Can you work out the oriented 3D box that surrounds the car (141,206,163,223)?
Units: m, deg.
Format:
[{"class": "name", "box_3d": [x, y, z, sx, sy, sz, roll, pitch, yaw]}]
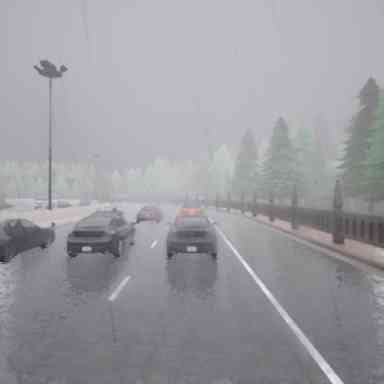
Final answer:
[{"class": "car", "box_3d": [-3.542, 1.880, 28.466, 1.994, 1.385, 4.181, 0, -1, -1]}]

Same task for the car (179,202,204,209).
[{"class": "car", "box_3d": [-0.043, 1.666, 28.407, 2.097, 1.767, 4.553, 0, -1, -1]}]

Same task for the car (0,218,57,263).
[{"class": "car", "box_3d": [-7.002, 1.686, 12.488, 2.033, 1.411, 5.357, 0, -1, 0]}]

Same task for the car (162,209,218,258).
[{"class": "car", "box_3d": [0.007, 1.657, 13.492, 1.837, 1.490, 4.892, 0, 0, 0]}]

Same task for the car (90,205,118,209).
[{"class": "car", "box_3d": [-7.037, 1.913, 28.231, 1.895, 1.301, 4.718, 0, -1, -1]}]

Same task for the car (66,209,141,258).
[{"class": "car", "box_3d": [-3.493, 1.657, 13.508, 1.837, 1.490, 4.892, 0, 0, 0]}]
